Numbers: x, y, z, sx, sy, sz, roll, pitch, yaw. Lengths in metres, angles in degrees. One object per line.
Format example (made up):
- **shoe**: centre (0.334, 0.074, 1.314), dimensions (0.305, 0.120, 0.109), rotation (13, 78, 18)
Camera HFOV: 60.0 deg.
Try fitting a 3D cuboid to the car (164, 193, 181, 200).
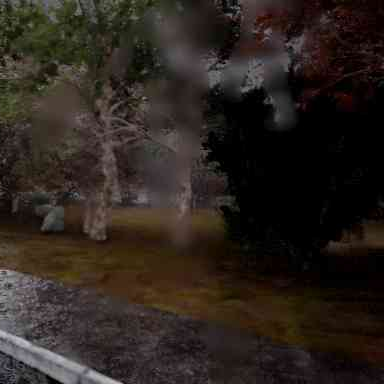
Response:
- **car**: centre (-5.522, 1.231, 94.854), dimensions (2.435, 2.045, 5.566), rotation (6, 1, 41)
